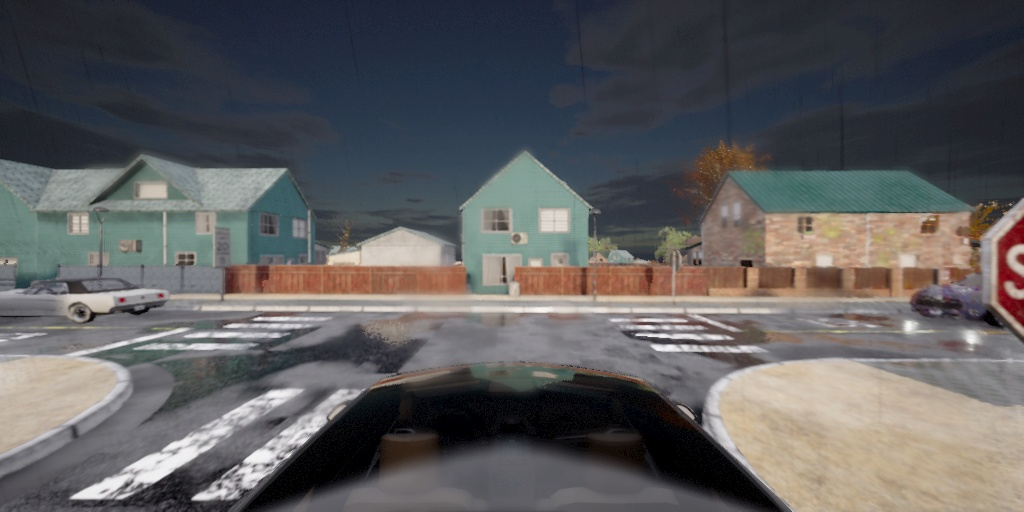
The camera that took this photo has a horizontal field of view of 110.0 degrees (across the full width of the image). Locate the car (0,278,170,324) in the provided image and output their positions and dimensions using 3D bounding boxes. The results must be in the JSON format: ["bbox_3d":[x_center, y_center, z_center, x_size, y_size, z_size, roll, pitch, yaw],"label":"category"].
[{"bbox_3d":[-14.125,1.365,11.485,4.718,1.301,1.895,0,0,0],"label":"car"}]

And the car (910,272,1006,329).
[{"bbox_3d":[15.972,1.269,11.614,4.553,1.767,2.097,0,0,0],"label":"car"}]
